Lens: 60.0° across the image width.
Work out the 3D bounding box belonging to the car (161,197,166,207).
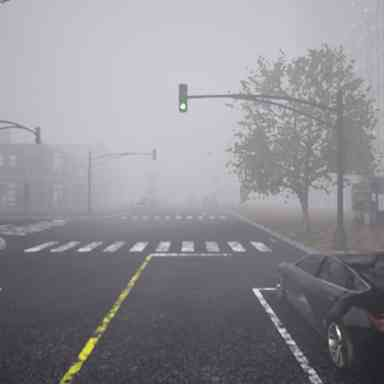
[{"bbox_3d":[-5.811,1.866,54.560,2.008,1.369,4.403,0,0,0],"label":"car"}]

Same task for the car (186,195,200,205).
[{"bbox_3d":[-0.052,1.616,68.213,2.150,2.045,5.566,0,0,0],"label":"car"}]

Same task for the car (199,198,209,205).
[{"bbox_3d":[2.532,1.978,71.234,1.947,1.339,4.313,0,0,0],"label":"car"}]

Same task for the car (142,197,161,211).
[{"bbox_3d":[-5.784,1.566,43.459,2.192,1.841,5.009,0,0,0],"label":"car"}]

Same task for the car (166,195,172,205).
[{"bbox_3d":[-5.848,1.937,71.042,1.752,1.417,4.829,0,0,0],"label":"car"}]

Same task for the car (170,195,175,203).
[{"bbox_3d":[-5.874,2.028,82.314,2.008,1.369,4.403,0,0,0],"label":"car"}]

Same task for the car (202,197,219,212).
[{"bbox_3d":[2.595,1.777,43.649,1.752,1.417,4.829,0,0,0],"label":"car"}]

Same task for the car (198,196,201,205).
[{"bbox_3d":[2.557,1.899,60.132,2.008,1.369,4.403,0,0,0],"label":"car"}]

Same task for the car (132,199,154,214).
[{"bbox_3d":[-5.772,1.801,37.906,1.802,1.307,4.206,0,0,0],"label":"car"}]

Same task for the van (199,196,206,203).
[{"bbox_3d":[2.508,1.818,82.337,1.690,1.788,3.998,0,0,0],"label":"van"}]

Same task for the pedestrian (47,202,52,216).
[{"bbox_3d":[-12.817,1.490,29.895,0.375,1.300,0.375,0,-1,-1],"label":"pedestrian"}]

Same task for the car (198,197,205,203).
[{"bbox_3d":[2.494,2.036,88.057,1.752,1.417,4.829,0,0,0],"label":"car"}]

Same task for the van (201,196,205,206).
[{"bbox_3d":[2.584,1.624,49.031,1.690,1.788,3.998,0,0,0],"label":"van"}]

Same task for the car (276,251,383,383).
[{"bbox_3d":[2.682,1.598,5.450,1.947,1.339,4.313,0,0,0],"label":"car"}]

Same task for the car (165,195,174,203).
[{"bbox_3d":[-5.886,1.825,87.866,2.192,1.841,5.009,0,0,0],"label":"car"}]
